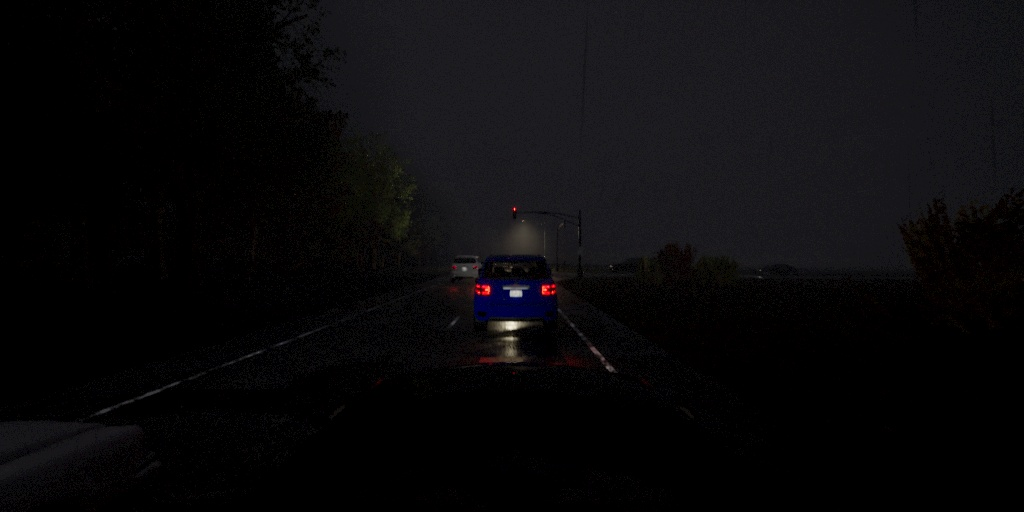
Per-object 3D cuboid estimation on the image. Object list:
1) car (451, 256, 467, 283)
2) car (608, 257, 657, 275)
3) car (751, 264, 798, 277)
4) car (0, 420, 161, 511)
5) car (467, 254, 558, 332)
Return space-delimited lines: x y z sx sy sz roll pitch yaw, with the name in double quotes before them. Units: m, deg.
"car" -3.419 0.978 28.383 2.150 2.045 5.566 0 0 0
"car" 14.313 1.188 42.656 5.566 2.045 2.150 1 -1 2
"car" 30.982 1.650 42.435 4.892 1.490 1.837 1 -1 0
"car" -3.398 1.350 0.324 1.895 1.301 4.718 0 0 0
"car" 0.094 0.974 11.067 2.150 2.045 5.566 0 0 0
